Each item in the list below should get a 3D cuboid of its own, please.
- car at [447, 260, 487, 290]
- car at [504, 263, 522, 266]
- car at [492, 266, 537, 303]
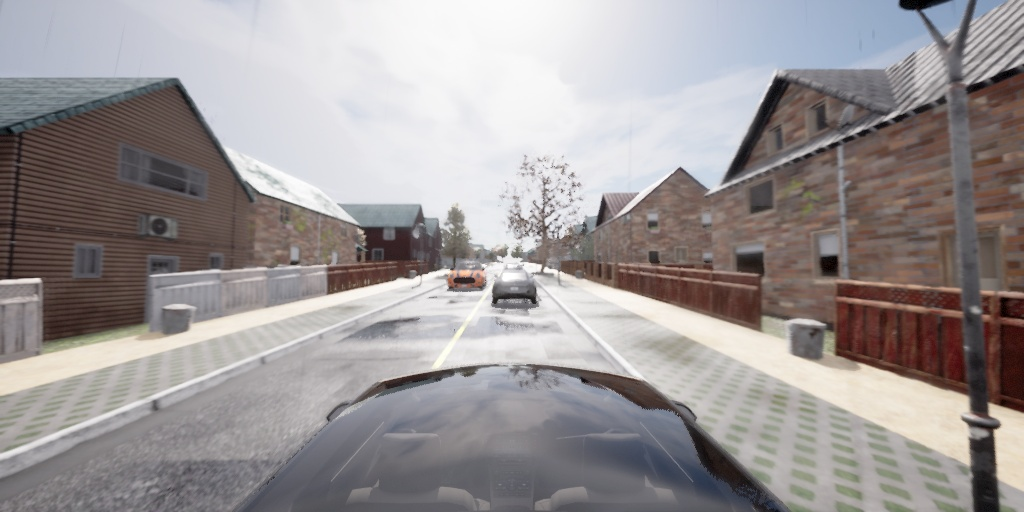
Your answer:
[{"bbox_3d":[-2.740,1.130,22.826,2.097,1.767,4.553,0,0,0],"label":"car"},{"bbox_3d":[0.114,1.366,34.041,1.994,1.385,4.181,0,0,0],"label":"car"},{"bbox_3d":[0.107,1.331,16.833,1.994,1.385,4.181,0,0,0],"label":"car"}]
